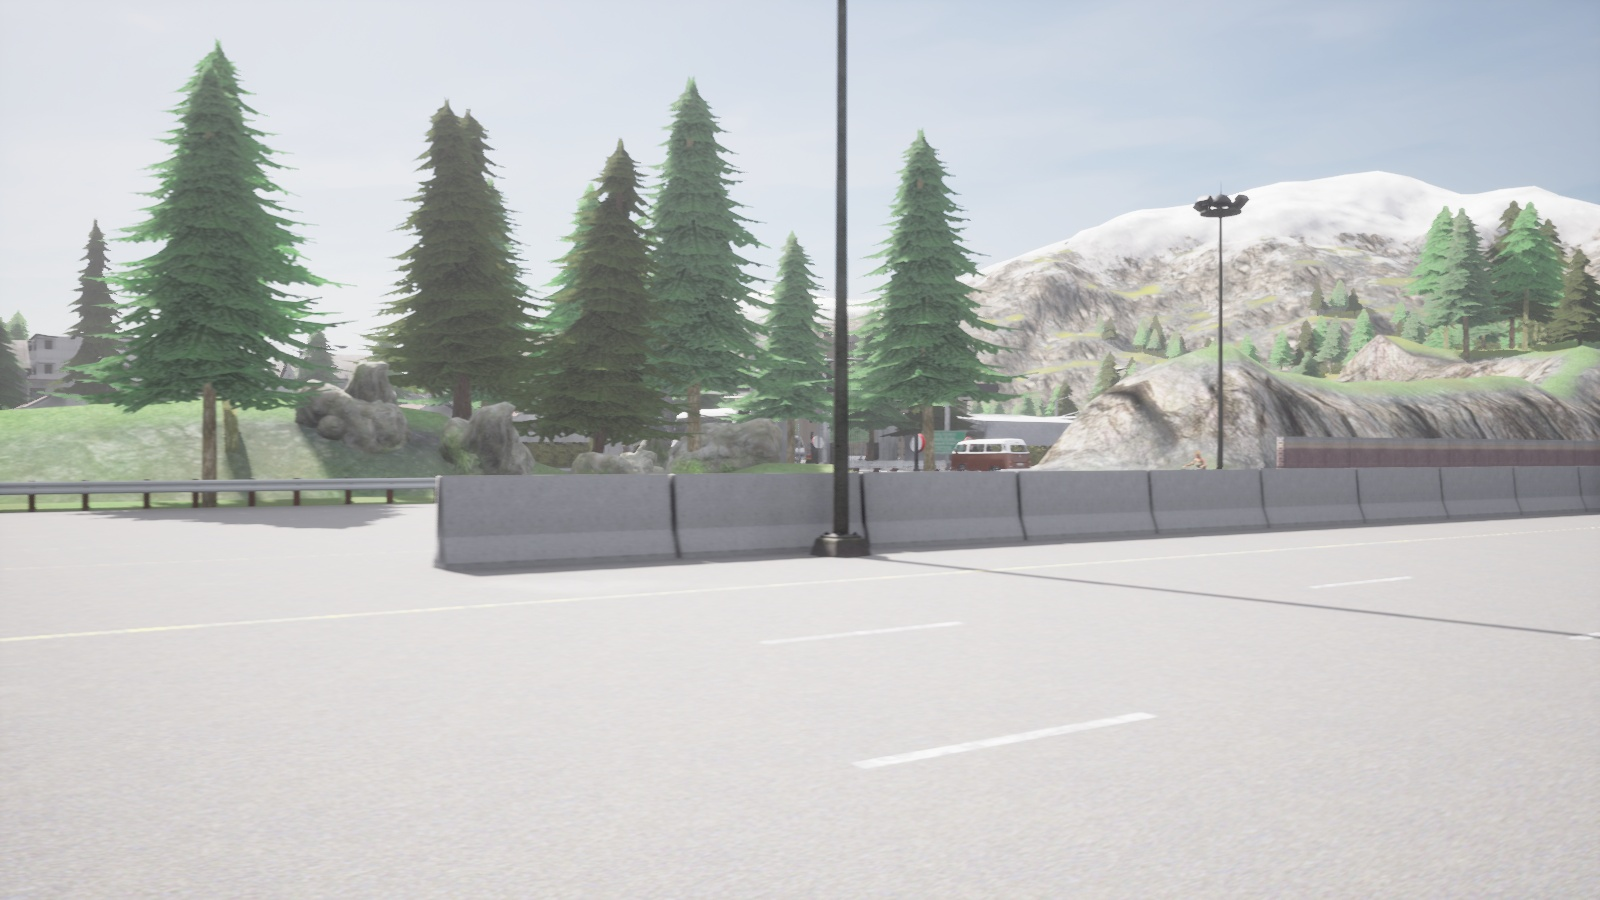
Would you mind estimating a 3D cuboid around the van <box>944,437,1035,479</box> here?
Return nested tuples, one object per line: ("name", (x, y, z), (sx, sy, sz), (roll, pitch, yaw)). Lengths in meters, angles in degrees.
("van", (9.651, 0.409, 64.135), (2.069, 2.038, 4.480), (0, 0, -35))

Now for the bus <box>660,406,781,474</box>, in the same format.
("bus", (-5.483, -0.604, 84.172), (3.944, 4.253, 10.273), (0, 0, -30))
